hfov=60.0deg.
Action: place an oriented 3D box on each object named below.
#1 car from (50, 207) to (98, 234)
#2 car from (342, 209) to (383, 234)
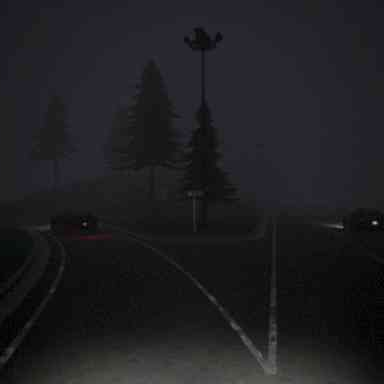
[{"bbox_3d":[-7.599,1.725,21.126,1.882,1.535,5.008,0,-1,-35],"label":"car"},{"bbox_3d":[10.448,1.680,20.058,1.994,1.385,4.181,-1,-1,14],"label":"car"}]
